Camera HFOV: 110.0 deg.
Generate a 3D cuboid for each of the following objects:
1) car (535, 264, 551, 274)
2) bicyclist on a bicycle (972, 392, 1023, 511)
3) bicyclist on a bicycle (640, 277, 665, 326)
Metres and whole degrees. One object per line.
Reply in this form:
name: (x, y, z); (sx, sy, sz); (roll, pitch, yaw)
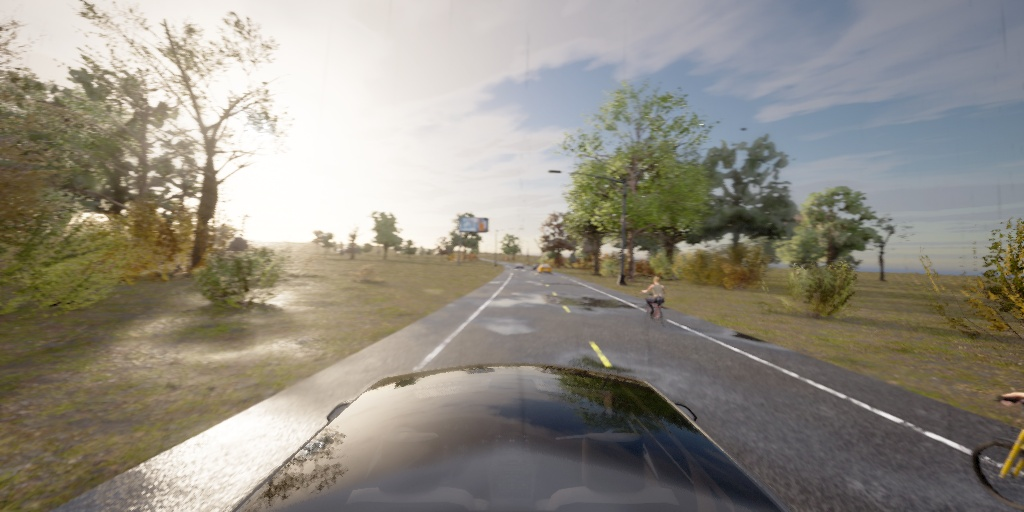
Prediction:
car: (5.358, 2.114, 58.948); (1.882, 1.535, 5.008); (2, 0, 0)
bicyclist on a bicycle: (4.324, 1.368, 2.650); (0.866, 1.612, 1.509); (2, -1, 4)
bicyclist on a bicycle: (4.912, 1.510, 12.352); (0.866, 1.612, 1.509); (2, -1, 3)
